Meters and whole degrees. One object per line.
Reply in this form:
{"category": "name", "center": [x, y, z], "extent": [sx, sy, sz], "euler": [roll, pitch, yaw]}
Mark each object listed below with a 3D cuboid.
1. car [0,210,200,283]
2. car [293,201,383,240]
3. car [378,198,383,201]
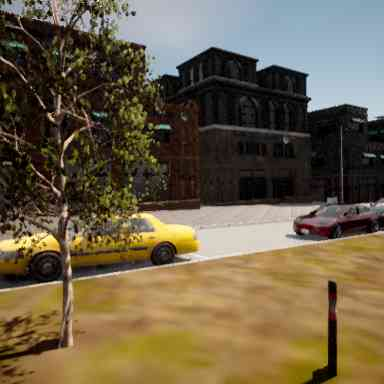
{"category": "car", "center": [-2.326, 1.257, 8.925], "extent": [5.366, 1.575, 1.946], "euler": [1, 0, -33]}
{"category": "car", "center": [6.817, 1.297, 15.476], "extent": [4.792, 1.488, 2.163], "euler": [0, 1, -33]}
{"category": "car", "center": [11.362, 1.101, 18.754], "extent": [4.553, 1.767, 2.185], "euler": [0, 0, -33]}
